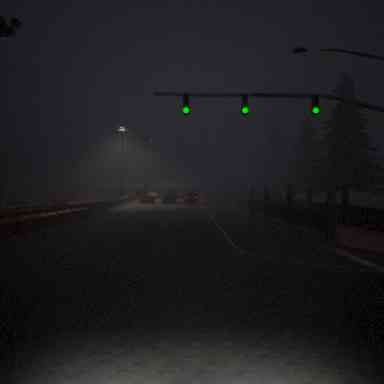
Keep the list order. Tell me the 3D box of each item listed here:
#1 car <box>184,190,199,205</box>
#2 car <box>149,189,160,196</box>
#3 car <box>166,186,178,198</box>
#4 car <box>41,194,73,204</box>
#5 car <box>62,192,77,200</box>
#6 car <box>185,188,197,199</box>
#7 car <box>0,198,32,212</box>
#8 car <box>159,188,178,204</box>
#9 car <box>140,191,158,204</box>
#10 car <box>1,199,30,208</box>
[{"bbox_3d":[-0.107,0.776,51.130,2.150,2.045,5.566,0,3,0],"label":"car"},{"bbox_3d":[-7.171,0.104,62.667,1.882,1.535,5.008,0,6,0],"label":"car"},{"bbox_3d":[-3.670,0.000,62.471,2.097,1.767,4.553,0,6,0],"label":"car"},{"bbox_3d":[-17.621,1.447,42.782,2.033,1.411,5.357,0,1,0],"label":"car"},{"bbox_3d":[-21.136,0.747,56.410,2.033,1.411,5.357,0,4,0],"label":"car"},{"bbox_3d":[-0.165,0.289,61.562,2.033,1.411,5.357,0,6,0],"label":"car"},{"bbox_3d":[-21.116,1.528,39.596,1.994,1.385,4.181,0,1,0],"label":"car"},{"bbox_3d":[-3.515,0.820,52.548,2.097,1.767,4.553,0,4,0],"label":"car"},{"bbox_3d":[-7.017,1.021,52.727,1.994,1.385,4.181,0,4,0],"label":"car"},{"bbox_3d":[-17.611,1.518,32.528,1.812,1.442,4.674,0,0,0],"label":"car"}]
